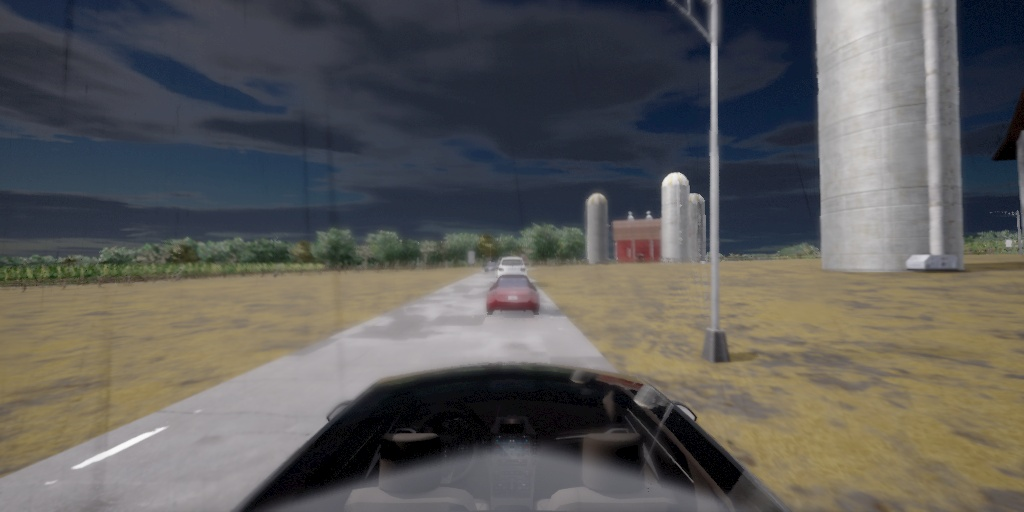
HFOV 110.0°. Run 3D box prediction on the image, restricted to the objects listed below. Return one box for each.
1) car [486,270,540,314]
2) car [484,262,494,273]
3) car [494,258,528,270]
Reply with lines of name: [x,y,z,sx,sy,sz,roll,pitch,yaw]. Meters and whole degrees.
car: [0.047,1.420,14.331,1.994,1.385,4.181,0,0,0]
car: [-2.794,1.574,50.067,2.128,1.511,4.902,0,-1,1]
car: [0.035,1.145,28.094,2.150,2.045,5.566,0,0,0]
